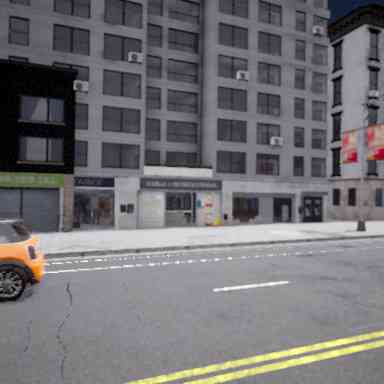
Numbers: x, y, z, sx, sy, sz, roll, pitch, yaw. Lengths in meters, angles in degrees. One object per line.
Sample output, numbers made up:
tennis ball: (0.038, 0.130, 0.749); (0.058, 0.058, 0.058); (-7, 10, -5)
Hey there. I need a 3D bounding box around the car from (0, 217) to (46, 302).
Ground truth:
car: (-5.663, 1.382, 7.199); (4.553, 1.767, 2.097); (0, 0, -21)
